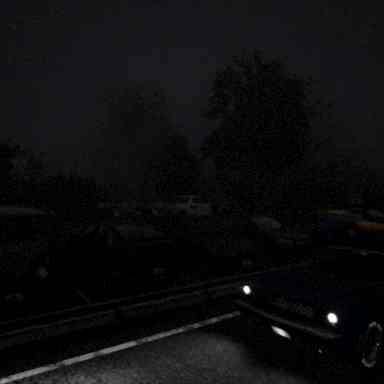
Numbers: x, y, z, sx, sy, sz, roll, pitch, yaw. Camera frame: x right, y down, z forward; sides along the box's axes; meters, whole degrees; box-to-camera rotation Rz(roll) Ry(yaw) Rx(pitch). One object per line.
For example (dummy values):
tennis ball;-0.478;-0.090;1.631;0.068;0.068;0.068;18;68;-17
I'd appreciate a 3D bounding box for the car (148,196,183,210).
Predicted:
car;-3.010;1.411;24.967;2.185;1.767;4.553;0;0;-35

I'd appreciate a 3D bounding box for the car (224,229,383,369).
car;3.011;1.602;5.834;4.718;1.301;1.895;0;0;-36

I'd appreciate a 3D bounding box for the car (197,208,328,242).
car;2.397;1.575;12.733;2.002;1.452;4.674;0;0;-35

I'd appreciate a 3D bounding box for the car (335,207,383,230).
car;7.048;1.536;15.797;1.946;1.575;5.366;0;0;-35

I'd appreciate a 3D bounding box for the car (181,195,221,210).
car;-0.634;1.288;26.647;2.435;2.045;5.566;0;0;-35

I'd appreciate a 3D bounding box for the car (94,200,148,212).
car;-5.283;1.409;23.357;2.185;1.767;4.553;0;0;-35

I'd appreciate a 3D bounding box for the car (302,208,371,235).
car;4.652;1.566;14.363;2.163;1.488;4.792;0;0;-35

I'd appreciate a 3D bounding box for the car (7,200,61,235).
car;-9.690;1.405;20.159;2.185;1.767;4.553;0;0;-35

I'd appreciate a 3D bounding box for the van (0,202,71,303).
van;-4.450;1.302;7.738;1.878;1.987;4.442;0;0;-35

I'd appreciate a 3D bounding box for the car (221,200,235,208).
car;1.674;1.415;28.208;2.185;1.767;4.553;0;0;-35

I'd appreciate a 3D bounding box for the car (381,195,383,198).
car;25.395;1.231;44.611;2.185;1.767;4.553;0;0;-35

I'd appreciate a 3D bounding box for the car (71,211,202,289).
car;-2.141;1.531;9.508;2.231;1.521;4.892;0;0;-35

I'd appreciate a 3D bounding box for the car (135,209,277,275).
car;0.144;1.562;11.098;2.163;1.488;4.792;0;0;-35
